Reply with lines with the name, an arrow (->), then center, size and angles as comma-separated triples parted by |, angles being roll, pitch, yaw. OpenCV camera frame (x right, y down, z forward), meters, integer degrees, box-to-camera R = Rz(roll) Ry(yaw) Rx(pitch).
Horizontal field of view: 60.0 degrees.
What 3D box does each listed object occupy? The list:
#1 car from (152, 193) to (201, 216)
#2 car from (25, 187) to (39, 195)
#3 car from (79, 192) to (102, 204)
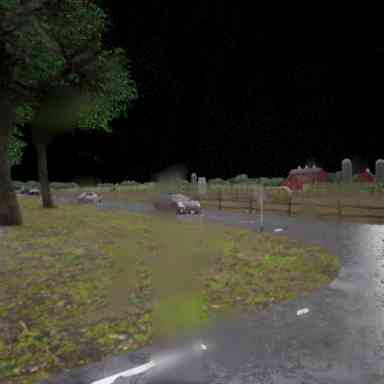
car -> -1.277, 0.860, 26.120 | 2.097, 1.767, 4.553 | -2, 2, -36
car -> -40.543, 0.052, 85.081 | 1.882, 1.535, 5.008 | -2, 2, -36
car -> -13.069, 0.740, 42.424 | 1.812, 1.442, 4.674 | -2, 2, -36
